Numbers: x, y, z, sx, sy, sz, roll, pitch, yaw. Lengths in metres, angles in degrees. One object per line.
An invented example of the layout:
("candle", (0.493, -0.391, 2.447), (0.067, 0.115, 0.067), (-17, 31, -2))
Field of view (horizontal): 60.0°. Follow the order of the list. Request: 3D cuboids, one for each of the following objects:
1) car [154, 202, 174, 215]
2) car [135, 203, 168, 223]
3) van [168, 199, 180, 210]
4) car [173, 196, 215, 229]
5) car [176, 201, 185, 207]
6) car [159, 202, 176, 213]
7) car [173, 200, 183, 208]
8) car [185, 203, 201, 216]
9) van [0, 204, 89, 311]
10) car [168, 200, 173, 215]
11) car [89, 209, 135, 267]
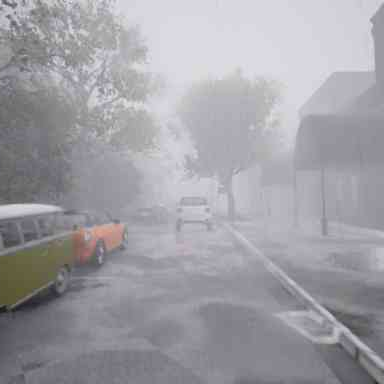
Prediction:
("car", (-3.648, 2.185, 44.929), (2.097, 1.535, 5.008), (0, -1, 2))
("car", (-3.638, 1.768, 28.264), (2.163, 1.488, 4.792), (1, -2, 2))
("van", (-3.633, 2.530, 67.338), (1.878, 1.987, 4.442), (1, -1, 2))
("car", (0.098, 1.308, 21.943), (2.150, 2.045, 5.566), (0, -2, 0))
("car", (-3.169, 3.241, 89.992), (2.097, 1.535, 5.008), (0, -1, 2))
("car", (-3.652, 2.364, 50.533), (2.163, 1.488, 4.792), (0, -1, 2))
("car", (-3.410, 2.998, 84.294), (2.185, 1.767, 4.553), (-1, -1, 2))
("car", (0.096, 2.108, 41.073), (1.837, 1.490, 4.892), (0, -1, 0))
("van", (-3.650, 1.253, 6.106), (1.878, 1.987, 4.442), (0, 0, 2))
("car", (-3.641, 2.036, 39.369), (2.097, 1.535, 5.008), (1, -2, 2))
("car", (-3.655, 1.351, 11.529), (2.185, 1.767, 4.553), (0, 0, 2))
